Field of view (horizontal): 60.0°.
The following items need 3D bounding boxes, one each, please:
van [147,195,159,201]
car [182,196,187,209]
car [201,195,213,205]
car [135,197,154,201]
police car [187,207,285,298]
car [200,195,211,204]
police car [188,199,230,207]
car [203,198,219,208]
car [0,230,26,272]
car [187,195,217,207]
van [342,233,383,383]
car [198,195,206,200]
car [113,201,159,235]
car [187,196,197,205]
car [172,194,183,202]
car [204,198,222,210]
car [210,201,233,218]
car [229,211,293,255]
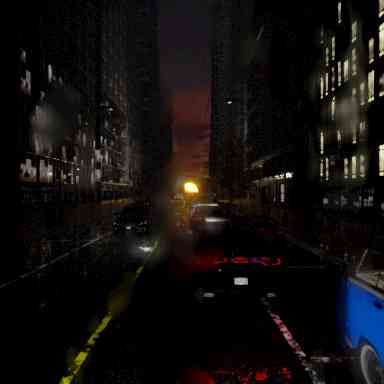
[{"bbox_3d":[-5.713,1.328,48.074,1.690,1.788,3.998,0,0,0],"label":"van"},{"bbox_3d":[-0.008,1.515,46.166,1.812,1.442,4.674,0,0,1],"label":"car"},{"bbox_3d":[2.662,1.410,59.459,1.967,1.590,4.097,0,0,0],"label":"car"},{"bbox_3d":[-5.708,1.548,36.689,2.008,1.369,4.403,0,0,0],"label":"car"},{"bbox_3d":[0.896,1.425,8.663,1.930,1.638,5.238,0,0,0],"label":"police car"},{"bbox_3d":[2.660,1.401,65.151,1.967,1.590,4.097,0,0,0],"label":"car"},{"bbox_3d":[0.891,1.425,18.663,1.930,1.638,5.238,0,0,0],"label":"police car"},{"bbox_3d":[2.668,1.538,48.074,2.008,1.369,4.403,0,0,0],"label":"car"},{"bbox_3d":[-5.695,1.582,8.225,1.802,1.307,4.206,0,0,0],"label":"car"},{"bbox_3d":[0.888,1.224,24.583,2.150,2.045,5.566,0,0,0],"label":"car"},{"bbox_3d":[2.689,1.341,2.535,1.690,1.788,3.998,0,0,0],"label":"van"},{"bbox_3d":[2.649,1.462,87.921,1.887,1.381,4.507,0,0,0],"label":"car"},{"bbox_3d":[-3.109,1.504,18.708,1.837,1.490,4.892,0,0,0],"label":"car"},{"bbox_3d":[-0.029,1.474,60.127,1.837,1.490,4.892,0,0,0],"label":"car"},{"bbox_3d":[-3.038,1.291,77.789,2.097,1.767,4.553,0,0,0],"label":"car"},{"bbox_3d":[2.670,1.544,42.382,2.008,1.369,4.403,0,0,0],"label":"car"},{"bbox_3d":[2.676,1.581,30.997,1.802,1.307,4.206,0,0,0],"label":"car"},{"bbox_3d":[2.684,1.582,13.919,1.802,1.307,4.206,0,0,0],"label":"car"}]
